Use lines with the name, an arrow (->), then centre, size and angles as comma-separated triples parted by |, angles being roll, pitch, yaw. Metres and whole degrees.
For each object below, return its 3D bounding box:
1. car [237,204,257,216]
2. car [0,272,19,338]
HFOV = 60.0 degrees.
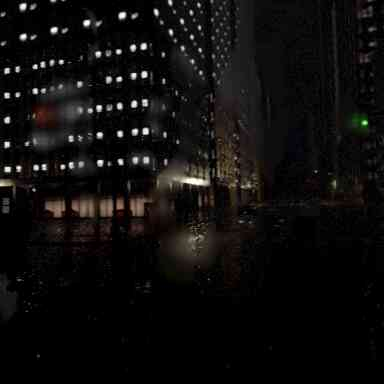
car -> 6.727, 2.187, 40.443 | 1.994, 1.385, 4.181 | -2, -1, 17
car -> -4.393, 1.785, 4.112 | 1.812, 1.442, 4.674 | -2, -1, 17
